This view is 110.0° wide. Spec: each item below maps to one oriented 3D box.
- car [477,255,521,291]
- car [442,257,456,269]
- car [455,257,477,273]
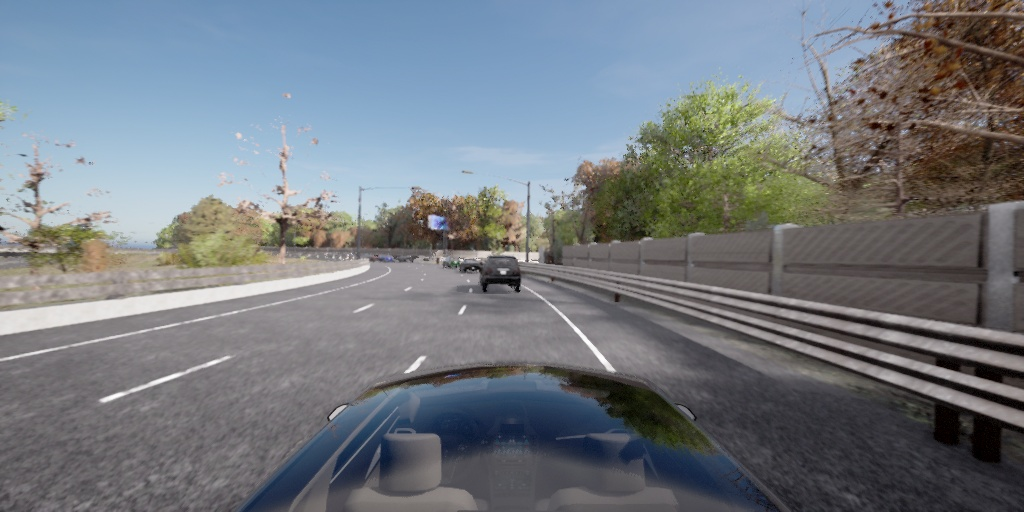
[{"bbox_3d":[-0.788,0.960,21.715,2.150,2.045,5.566,2,0,-7],"label":"car"},{"bbox_3d":[-8.728,0.889,52.077,2.097,1.767,4.553,1,0,-23],"label":"car"},{"bbox_3d":[-4.979,1.139,41.710,1.882,1.535,5.008,2,0,-17],"label":"car"}]
